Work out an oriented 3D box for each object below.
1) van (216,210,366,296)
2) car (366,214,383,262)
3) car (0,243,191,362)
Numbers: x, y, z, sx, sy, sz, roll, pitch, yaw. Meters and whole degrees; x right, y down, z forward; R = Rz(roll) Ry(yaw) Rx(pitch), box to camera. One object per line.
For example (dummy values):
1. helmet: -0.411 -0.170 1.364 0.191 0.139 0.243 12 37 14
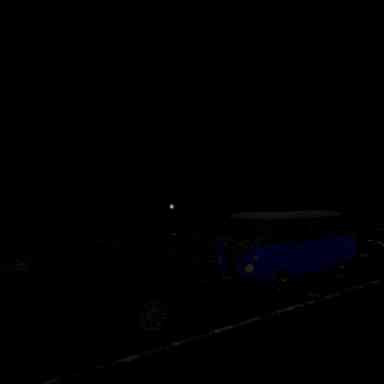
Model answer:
1. van: 2.461 1.363 8.402 3.998 1.788 1.690 0 0 -35
2. car: 7.052 1.481 11.672 4.097 1.590 1.967 0 0 -35
3. car: -2.130 1.548 5.131 4.507 1.381 1.887 0 0 -35
